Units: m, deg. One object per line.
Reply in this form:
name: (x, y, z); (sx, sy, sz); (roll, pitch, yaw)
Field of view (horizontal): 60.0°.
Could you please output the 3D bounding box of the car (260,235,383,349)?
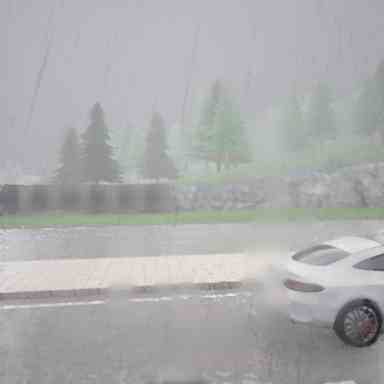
car: (3.536, 1.495, 5.760); (4.674, 1.442, 1.812); (-1, 0, -8)
